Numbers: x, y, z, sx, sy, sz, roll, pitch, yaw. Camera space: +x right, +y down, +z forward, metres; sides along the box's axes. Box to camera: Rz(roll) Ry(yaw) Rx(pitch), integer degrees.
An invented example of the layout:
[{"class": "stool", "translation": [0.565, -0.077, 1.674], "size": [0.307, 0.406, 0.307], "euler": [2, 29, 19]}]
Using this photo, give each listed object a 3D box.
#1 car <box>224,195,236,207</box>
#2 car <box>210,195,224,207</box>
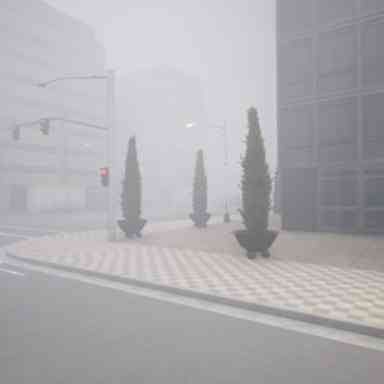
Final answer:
[{"class": "car", "translation": [8.311, 1.568, 57.536], "size": [2.150, 2.045, 5.566], "euler": [-1, -1, 35]}, {"class": "car", "translation": [5.459, 1.606, 59.565], "size": [2.150, 2.045, 5.566], "euler": [-1, -1, 35]}]
